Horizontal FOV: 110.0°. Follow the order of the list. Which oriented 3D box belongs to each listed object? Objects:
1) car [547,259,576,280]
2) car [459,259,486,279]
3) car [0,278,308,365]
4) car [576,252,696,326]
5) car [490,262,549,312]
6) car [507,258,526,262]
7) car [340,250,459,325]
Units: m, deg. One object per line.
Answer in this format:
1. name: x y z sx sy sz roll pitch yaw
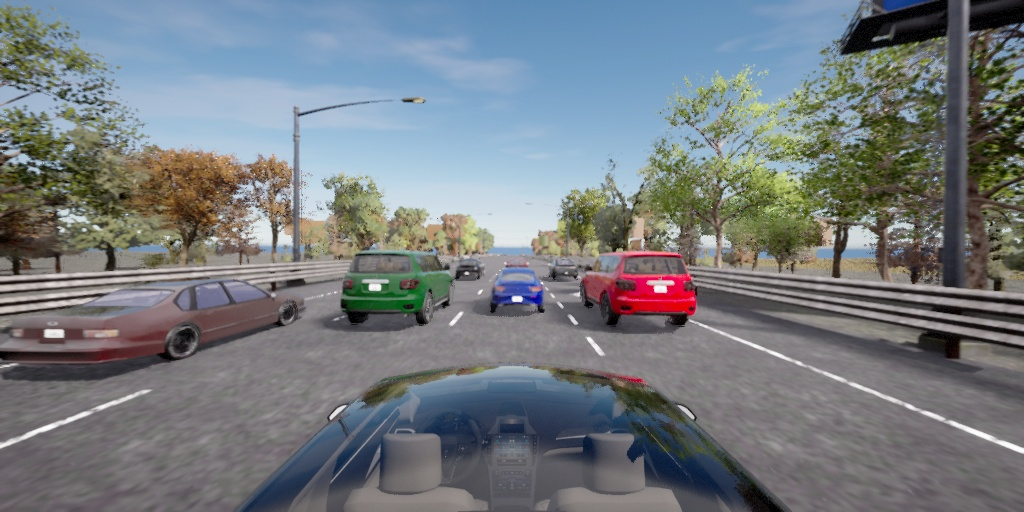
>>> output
1. car: 3.839 0.991 27.577 2.128 1.511 4.902 0 1 1
2. car: -3.158 0.964 27.747 1.837 1.490 4.892 0 1 1
3. car: -6.884 1.191 7.933 2.033 1.411 5.357 0 1 1
4. car: 3.673 0.884 11.451 2.150 2.045 5.566 0 0 1
5. car: 0.193 1.149 13.451 1.812 1.442 4.674 0 1 1
6. car: 0.358 0.943 29.155 1.882 1.535 5.008 0 1 1
7. car: -3.327 0.844 11.484 2.150 2.045 5.566 0 0 1
